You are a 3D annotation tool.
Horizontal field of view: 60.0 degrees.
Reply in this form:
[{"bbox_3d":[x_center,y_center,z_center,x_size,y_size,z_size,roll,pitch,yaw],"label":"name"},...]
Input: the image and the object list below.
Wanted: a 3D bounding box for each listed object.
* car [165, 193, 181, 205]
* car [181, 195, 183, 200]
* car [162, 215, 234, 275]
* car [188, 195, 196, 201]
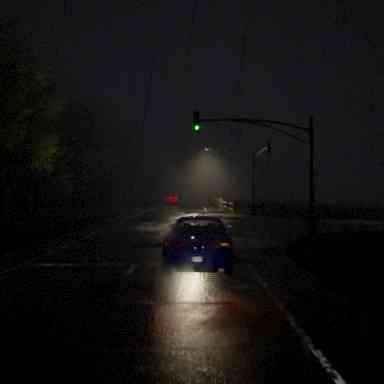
[{"bbox_3d":[-3.419,1.178,56.759,2.150,2.045,5.566,0,0,0],"label":"car"},{"bbox_3d":[-3.528,1.286,87.128,2.097,1.767,4.553,0,0,0],"label":"car"},{"bbox_3d":[0.255,1.472,10.491,1.882,1.535,5.008,0,0,3],"label":"car"},{"bbox_3d":[-0.028,1.432,86.154,1.837,1.490,4.892,0,0,0],"label":"car"}]
